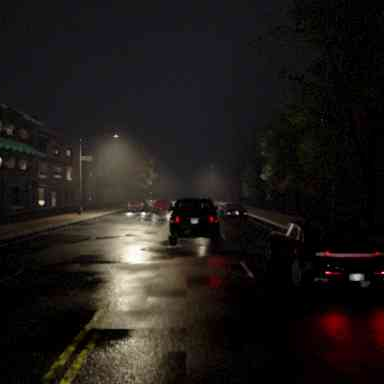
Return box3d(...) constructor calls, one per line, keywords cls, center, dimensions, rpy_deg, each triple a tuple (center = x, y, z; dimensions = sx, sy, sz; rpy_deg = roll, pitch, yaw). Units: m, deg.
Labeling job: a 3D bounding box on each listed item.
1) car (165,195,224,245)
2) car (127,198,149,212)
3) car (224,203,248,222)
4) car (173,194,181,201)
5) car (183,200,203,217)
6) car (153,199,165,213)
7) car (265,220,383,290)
box3d(cls="car", center=(0.095, 1.276, 15.997), dimensions=(2.150, 2.045, 5.566), rpy_deg=(0, 0, 0))
box3d(cls="car", center=(-6.600, 1.487, 40.713), dimensions=(2.097, 1.767, 4.553), rpy_deg=(0, 0, 0))
box3d(cls="car", center=(3.344, 1.638, 27.195), dimensions=(2.033, 1.411, 5.357), rpy_deg=(0, 0, 0))
box3d(cls="car", center=(-3.581, 1.357, 79.242), dimensions=(1.882, 1.535, 5.008), rpy_deg=(0, 0, -1))
box3d(cls="car", center=(0.091, 1.618, 34.056), dimensions=(1.837, 1.490, 4.892), rpy_deg=(0, 0, 0))
box3d(cls="car", center=(-3.352, 1.605, 38.303), dimensions=(1.882, 1.535, 5.008), rpy_deg=(0, 0, 0))
box3d(cls="car", center=(3.347, 1.522, 9.181), dimensions=(2.128, 1.511, 4.902), rpy_deg=(0, 0, 0))
